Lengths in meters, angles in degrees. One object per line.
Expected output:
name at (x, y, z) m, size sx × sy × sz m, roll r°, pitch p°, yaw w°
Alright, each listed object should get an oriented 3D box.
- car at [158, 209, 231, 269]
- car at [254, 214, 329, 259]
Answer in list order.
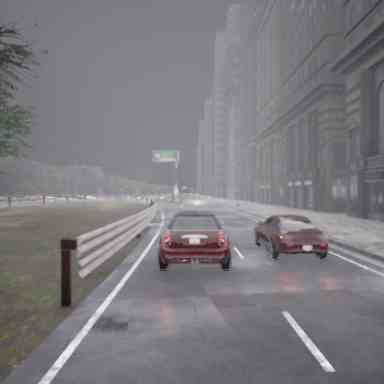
car at (0.082, 1.390, 11.397) m, size 2.097 × 1.767 × 4.553 m, roll 0°, pitch 0°, yaw 0°
car at (3.586, 1.568, 12.615) m, size 1.812 × 1.442 × 4.674 m, roll 0°, pitch 0°, yaw 0°
